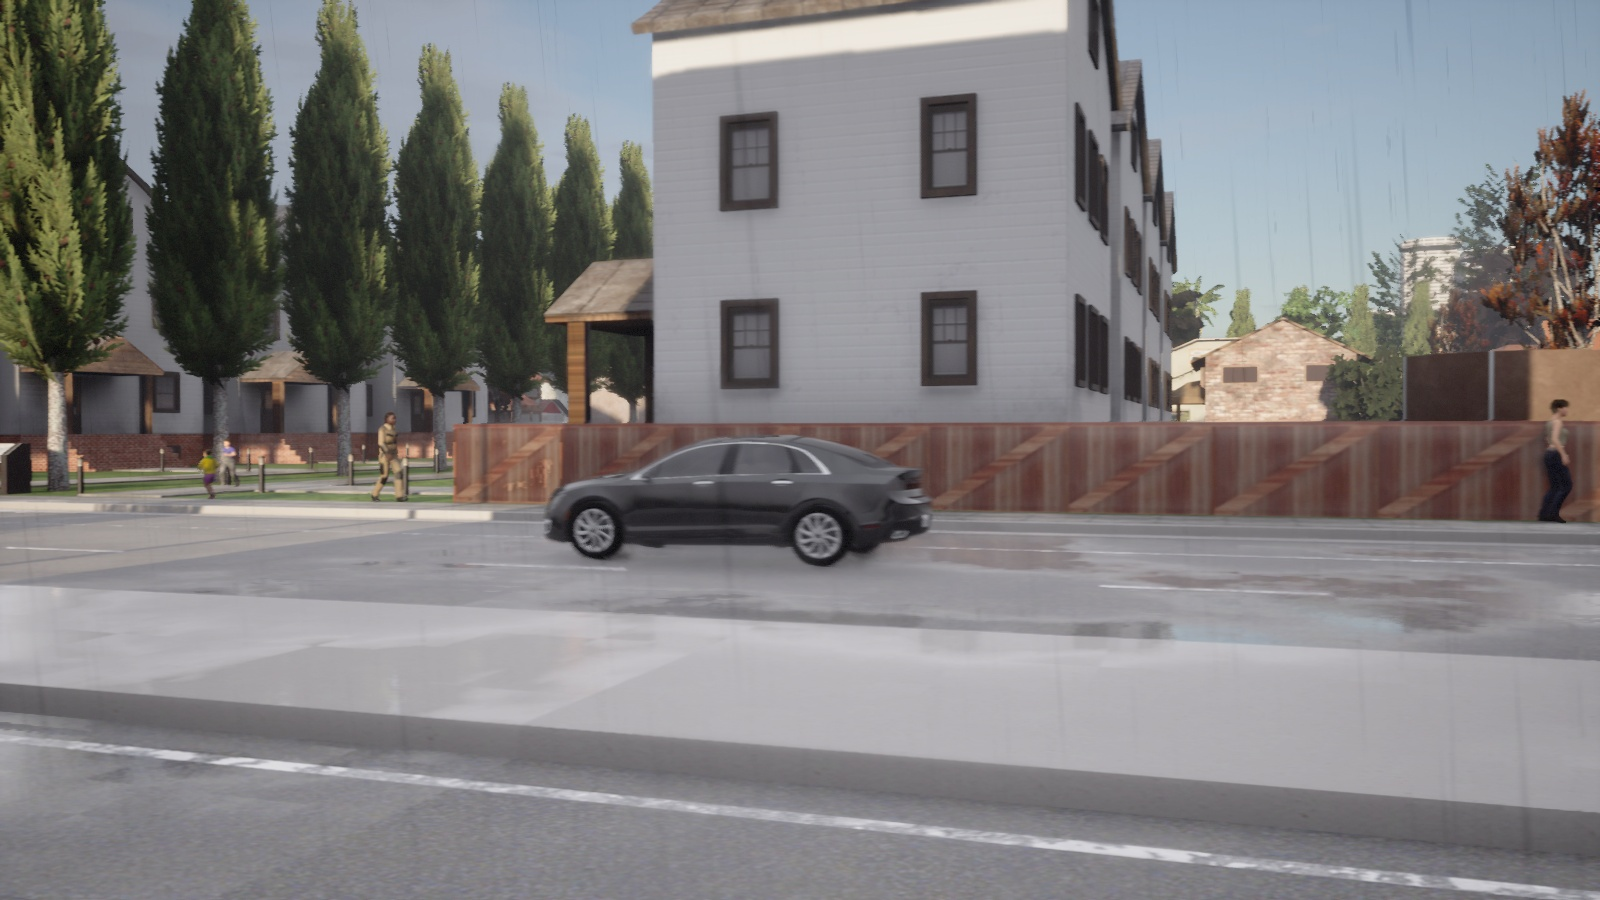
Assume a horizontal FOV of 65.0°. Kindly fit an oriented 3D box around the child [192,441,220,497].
[{"bbox_3d":[-12.461,0.391,26.353,0.473,1.160,0.299,1,1,29],"label":"child"}]

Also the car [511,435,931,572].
[{"bbox_3d":[-0.971,0.577,15.653,4.892,1.490,1.837,1,1,19],"label":"car"}]

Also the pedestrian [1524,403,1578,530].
[{"bbox_3d":[10.999,0.228,18.400,0.594,1.836,0.345,1,1,19],"label":"pedestrian"}]

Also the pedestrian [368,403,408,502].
[{"bbox_3d":[-8.147,0.048,24.846,0.692,1.930,0.396,1,1,32],"label":"pedestrian"}]

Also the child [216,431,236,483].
[{"bbox_3d":[-14.144,0.163,30.947,0.270,1.263,0.437,0,1,2],"label":"child"}]
